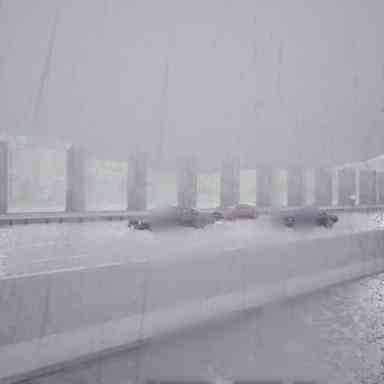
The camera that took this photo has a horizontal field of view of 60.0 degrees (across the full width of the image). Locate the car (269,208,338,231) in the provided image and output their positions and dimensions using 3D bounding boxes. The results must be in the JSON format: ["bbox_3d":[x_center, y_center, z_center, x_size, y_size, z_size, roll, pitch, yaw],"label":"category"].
[{"bbox_3d":[7.191,1.722,21.377,4.718,1.301,1.895,1,0,-33],"label":"car"}]

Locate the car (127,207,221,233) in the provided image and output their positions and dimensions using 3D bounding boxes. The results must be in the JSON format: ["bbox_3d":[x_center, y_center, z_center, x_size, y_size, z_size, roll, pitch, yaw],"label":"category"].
[{"bbox_3d":[-1.116,1.609,20.084,5.357,1.411,2.033,1,0,-34],"label":"car"}]

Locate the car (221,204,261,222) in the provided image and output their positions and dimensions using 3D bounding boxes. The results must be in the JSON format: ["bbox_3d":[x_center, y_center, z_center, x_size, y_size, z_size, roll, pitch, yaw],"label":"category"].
[{"bbox_3d":[3.668,1.682,27.423,4.181,1.385,1.994,1,0,-33],"label":"car"}]
